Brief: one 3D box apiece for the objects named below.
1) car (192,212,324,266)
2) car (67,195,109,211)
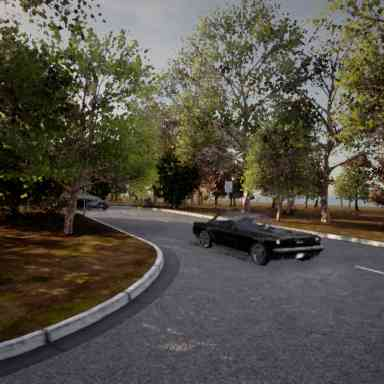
[{"bbox_3d":[1.871,1.366,10.879,1.895,1.301,4.718,1,0,-28],"label":"car"},{"bbox_3d":[-9.325,0.946,29.831,4.181,1.385,1.994,2,0,38],"label":"car"}]
